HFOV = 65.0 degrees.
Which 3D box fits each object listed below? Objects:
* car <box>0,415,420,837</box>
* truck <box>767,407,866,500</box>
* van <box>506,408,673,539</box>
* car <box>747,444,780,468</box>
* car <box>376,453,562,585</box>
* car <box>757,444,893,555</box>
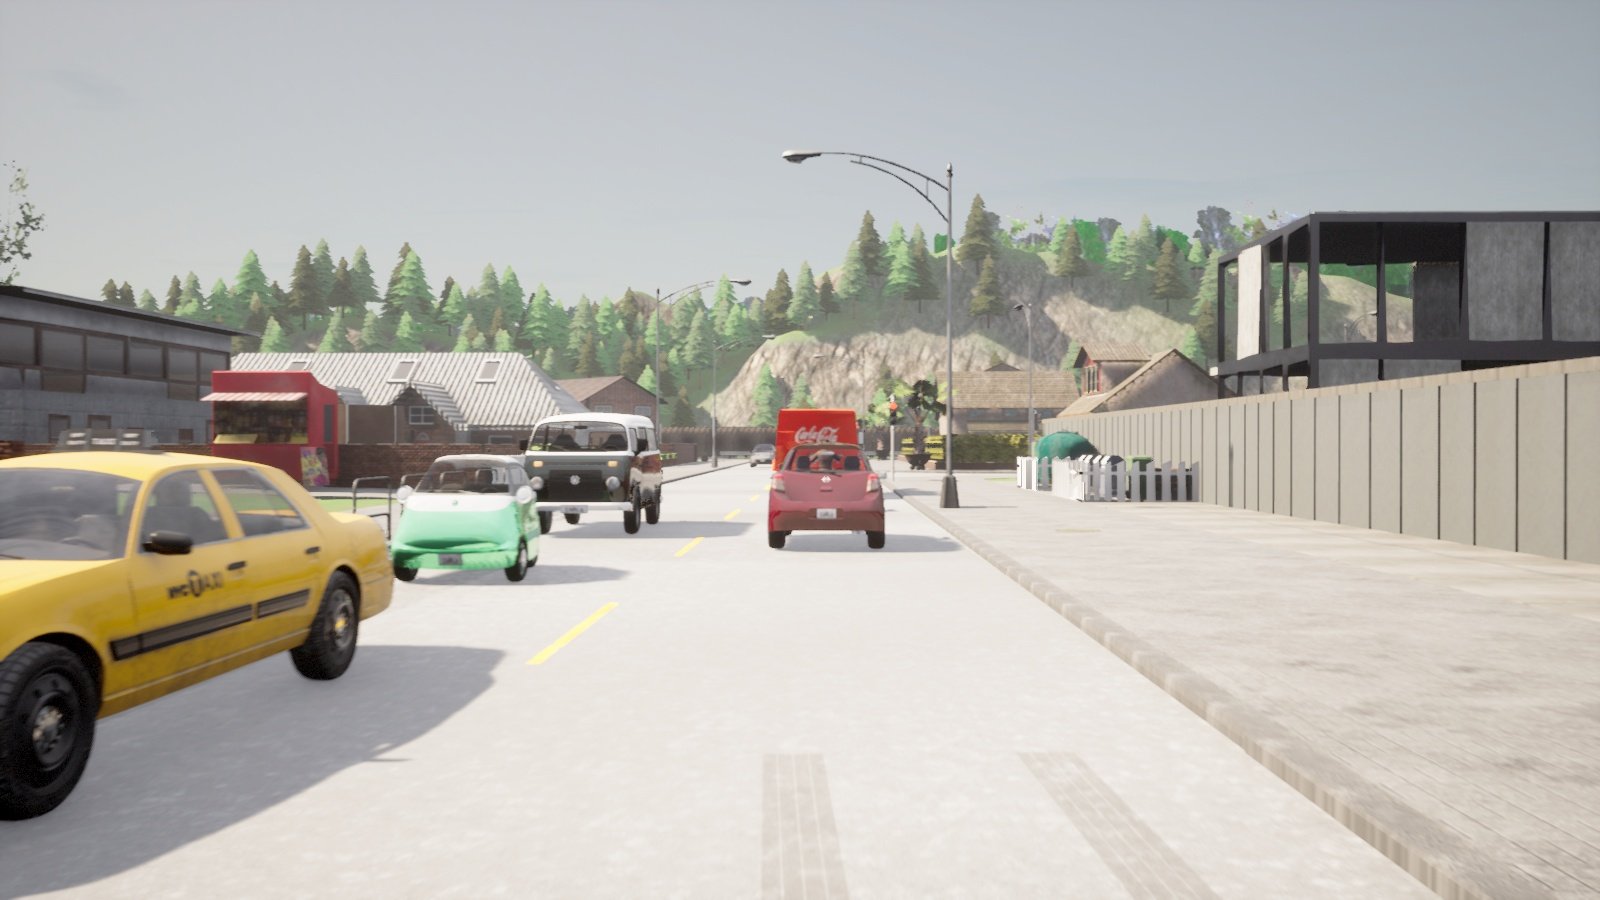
[{"bbox_3d":[-3.824,0.646,6.728,1.801,1.575,5.366,0,0,2],"label":"car"},{"bbox_3d":[0.564,0.082,36.126,2.627,2.467,5.204,0,0,3],"label":"truck"},{"bbox_3d":[-3.520,0.356,21.849,2.069,2.038,4.480,0,0,1],"label":"van"},{"bbox_3d":[-2.304,0.366,79.303,1.845,1.501,3.633,0,0,2],"label":"car"},{"bbox_3d":[-3.673,0.725,14.229,1.481,1.376,2.207,0,0,1],"label":"car"},{"bbox_3d":[0.400,0.667,18.945,1.845,1.501,3.633,0,0,2],"label":"car"}]
